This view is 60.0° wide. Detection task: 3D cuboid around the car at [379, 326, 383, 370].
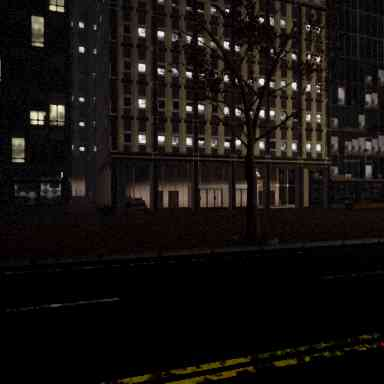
[{"bbox_3d":[4.340,1.525,3.753,4.674,1.442,1.812,0,0,-19],"label":"car"}]
